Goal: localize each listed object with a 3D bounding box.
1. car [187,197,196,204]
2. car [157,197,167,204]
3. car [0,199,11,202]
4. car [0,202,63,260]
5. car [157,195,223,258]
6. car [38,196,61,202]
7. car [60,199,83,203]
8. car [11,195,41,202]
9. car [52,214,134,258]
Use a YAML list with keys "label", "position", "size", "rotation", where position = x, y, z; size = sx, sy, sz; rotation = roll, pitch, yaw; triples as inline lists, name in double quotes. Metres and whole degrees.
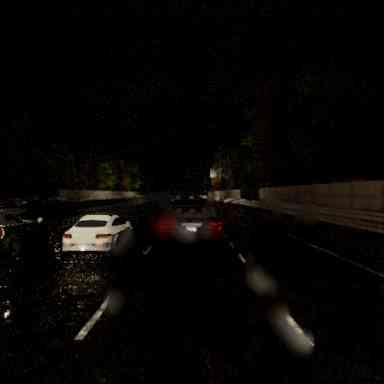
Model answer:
- label: "car"
  position: [-0.034, 1.959, 78.607]
  size: [2.033, 1.411, 5.357]
  rotation: [0, 0, 0]
- label: "car"
  position: [-7.034, 1.970, 78.151]
  size: [1.994, 1.385, 4.181]
  rotation: [0, 0, 0]
- label: "car"
  position: [-28.034, 1.789, 49.351]
  size: [1.812, 1.442, 4.674]
  rotation: [0, 0, 1]
- label: "car"
  position: [-7.004, 1.420, 12.801]
  size: [2.097, 1.767, 4.553]
  rotation: [0, 0, 0]
- label: "car"
  position: [-0.008, 1.293, 13.211]
  size: [2.150, 2.045, 5.566]
  rotation: [0, 0, 0]
- label: "car"
  position: [-21.063, 1.776, 50.733]
  size: [1.837, 1.490, 4.892]
  rotation: [0, 0, 1]
- label: "car"
  position: [-17.561, 1.817, 50.613]
  size: [2.033, 1.411, 5.357]
  rotation: [0, 0, 1]
- label: "car"
  position: [-24.557, 1.482, 50.474]
  size: [2.150, 2.045, 5.566]
  rotation: [0, 0, 1]
- label: "car"
  position: [-3.510, 1.596, 12.989]
  size: [1.812, 1.442, 4.674]
  rotation: [0, 0, 0]
